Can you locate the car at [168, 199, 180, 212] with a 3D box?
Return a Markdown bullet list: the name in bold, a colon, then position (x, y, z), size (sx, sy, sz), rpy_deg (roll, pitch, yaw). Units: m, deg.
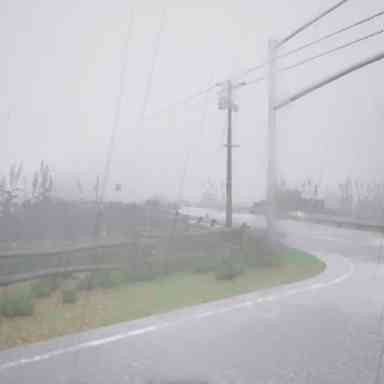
- **car**: position (-2.822, 1.038, 30.390), size (1.812, 1.442, 4.674), rpy_deg (1, 1, -31)
